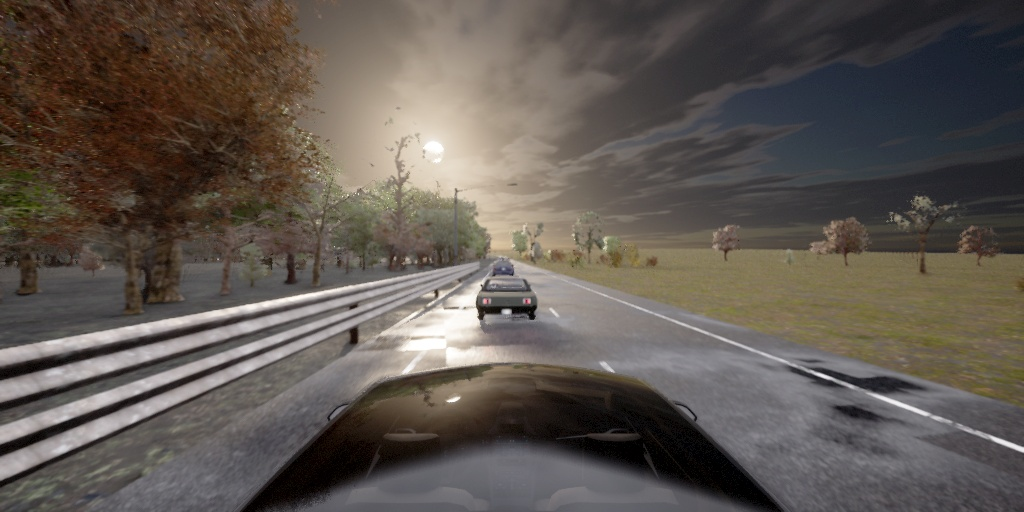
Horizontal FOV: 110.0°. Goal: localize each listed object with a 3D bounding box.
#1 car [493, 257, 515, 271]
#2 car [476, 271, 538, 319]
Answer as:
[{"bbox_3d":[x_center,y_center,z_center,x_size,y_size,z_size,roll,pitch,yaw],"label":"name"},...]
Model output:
[{"bbox_3d":[-0.841,1.228,35.878,2.097,1.767,4.553,0,0,-2],"label":"car"},{"bbox_3d":[-0.215,1.393,12.989,1.895,1.301,4.718,0,0,-2],"label":"car"}]
